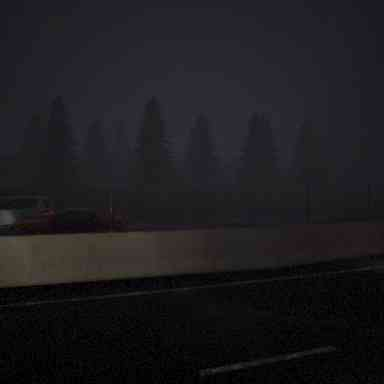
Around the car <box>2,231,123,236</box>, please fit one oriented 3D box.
[{"bbox_3d":[-4.653,1.571,12.044,4.181,1.385,1.994,0,0,-18],"label":"car"}]

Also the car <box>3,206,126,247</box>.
[{"bbox_3d":[-5.683,1.487,15.355,5.008,1.535,1.882,0,0,-18],"label":"car"}]
